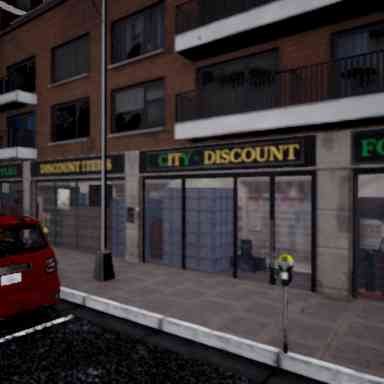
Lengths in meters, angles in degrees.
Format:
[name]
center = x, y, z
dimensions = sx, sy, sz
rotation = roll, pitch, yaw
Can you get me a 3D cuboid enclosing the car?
[car]
center = -4.475, 1.301, 6.067
dimensions = 5.009, 1.841, 2.192
rotation = 0, 0, 36
